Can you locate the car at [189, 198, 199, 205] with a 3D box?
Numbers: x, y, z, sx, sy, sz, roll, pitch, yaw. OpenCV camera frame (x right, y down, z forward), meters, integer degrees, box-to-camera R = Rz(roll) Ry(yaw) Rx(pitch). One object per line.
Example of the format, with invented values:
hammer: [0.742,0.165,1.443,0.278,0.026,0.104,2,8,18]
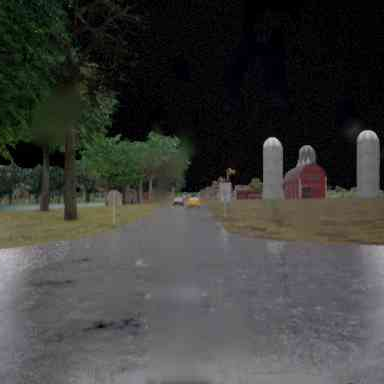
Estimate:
car: [0.347,1.946,65.900,1.895,1.301,4.718,0,-1,0]

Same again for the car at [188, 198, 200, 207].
car: [0.292,1.689,55.452,1.882,1.535,5.008,0,-1,0]

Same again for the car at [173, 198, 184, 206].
car: [-2.434,1.744,60.054,1.882,1.535,5.008,0,-1,0]
